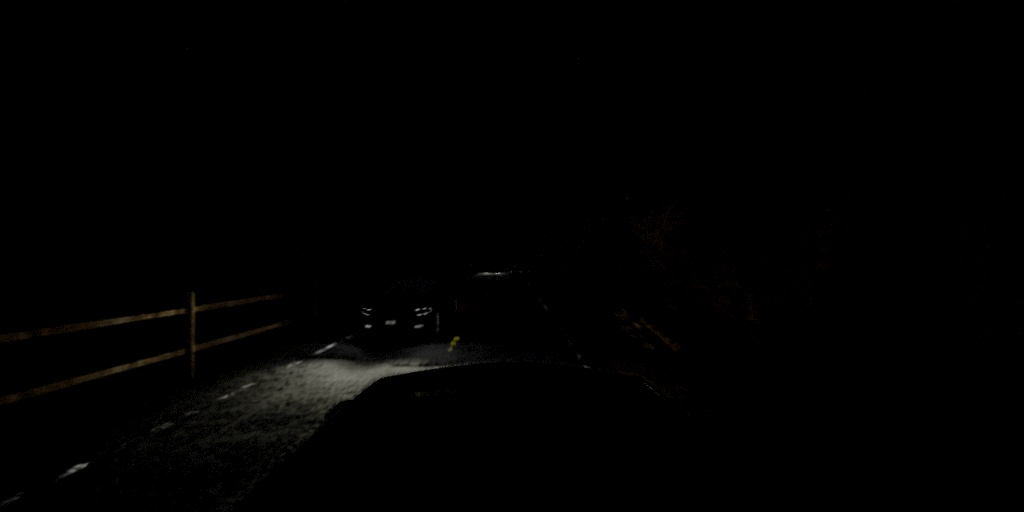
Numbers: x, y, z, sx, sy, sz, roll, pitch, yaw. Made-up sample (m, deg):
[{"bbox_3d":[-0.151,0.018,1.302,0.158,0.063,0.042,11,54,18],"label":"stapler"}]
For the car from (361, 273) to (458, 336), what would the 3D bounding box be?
[{"bbox_3d":[-2.848,1.307,10.909,1.882,1.535,5.008,0,0,0],"label":"car"}]

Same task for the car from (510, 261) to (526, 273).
[{"bbox_3d":[0.966,1.651,51.608,1.837,1.490,4.892,0,0,0],"label":"car"}]

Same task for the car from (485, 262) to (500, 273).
[{"bbox_3d":[-2.795,1.653,52.458,1.837,1.490,4.892,0,0,1],"label":"car"}]
